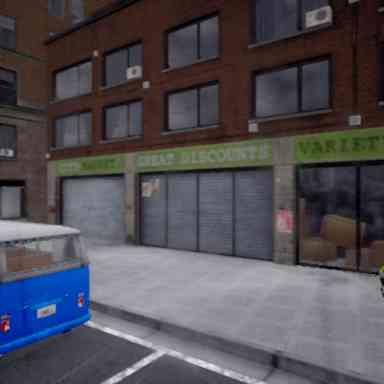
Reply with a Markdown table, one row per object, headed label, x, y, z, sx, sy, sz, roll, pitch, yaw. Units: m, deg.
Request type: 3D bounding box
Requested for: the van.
| label | x | y | z | sx | sy | sz | roll | pitch | yaw |
| --- | --- | --- | --- | --- | --- | --- | --- | --- | --- |
| van | -3.461 | 1.377 | 5.561 | 3.998 | 1.788 | 1.690 | 0 | 0 | 36 |
